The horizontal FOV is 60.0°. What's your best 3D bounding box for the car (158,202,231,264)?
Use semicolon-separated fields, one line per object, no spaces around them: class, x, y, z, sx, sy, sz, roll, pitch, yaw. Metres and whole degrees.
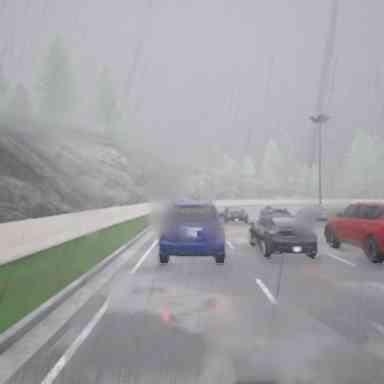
car;0.008;1.365;12.561;2.150;2.045;5.566;0;0;0

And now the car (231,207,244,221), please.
car;3.542;1.915;28.224;1.895;1.301;4.718;0;-1;1

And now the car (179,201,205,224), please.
car;0.054;1.667;28.403;2.097;1.767;4.553;0;-1;1

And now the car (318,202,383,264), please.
car;7.007;1.366;12.572;2.150;2.045;5.566;0;0;0

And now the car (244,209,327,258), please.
car;3.516;1.658;13.502;1.837;1.490;4.892;0;0;0

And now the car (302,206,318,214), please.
car;10.553;1.881;28.511;1.994;1.385;4.181;0;-1;1

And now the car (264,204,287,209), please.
car;7.051;1.824;28.478;1.837;1.490;4.892;0;0;1
